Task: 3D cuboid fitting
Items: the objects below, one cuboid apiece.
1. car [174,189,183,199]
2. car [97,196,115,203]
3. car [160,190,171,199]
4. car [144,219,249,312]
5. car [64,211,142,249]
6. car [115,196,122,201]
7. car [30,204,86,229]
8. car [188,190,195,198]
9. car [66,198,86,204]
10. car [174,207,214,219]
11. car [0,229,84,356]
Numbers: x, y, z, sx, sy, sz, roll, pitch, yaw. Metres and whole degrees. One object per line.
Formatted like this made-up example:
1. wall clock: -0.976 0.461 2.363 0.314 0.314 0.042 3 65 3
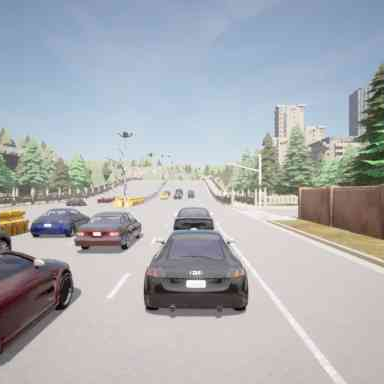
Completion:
1. car: -3.692 0.903 86.930 2.097 1.767 4.553 0 3 0
2. car: -17.571 1.601 66.853 1.895 1.301 4.718 0 0 0
3. car: -7.192 1.024 86.944 1.882 1.535 5.008 0 3 0
4. car: 0.088 1.564 7.780 1.994 1.385 4.181 0 0 1
5. car: -3.408 1.547 14.412 2.033 1.411 5.357 0 0 0
6. car: -17.627 1.536 76.968 1.895 1.301 4.718 0 1 0
7. car: -6.918 1.564 17.972 1.994 1.385 4.181 0 0 0
8. car: -0.213 0.839 90.101 1.837 1.490 4.892 0 4 0
9. car: -17.639 1.564 50.613 1.994 1.385 4.181 0 0 0
10. car: 0.084 1.478 16.770 1.882 1.535 5.008 0 0 0
11. car: -3.410 1.564 5.172 1.994 1.385 4.181 0 0 0
